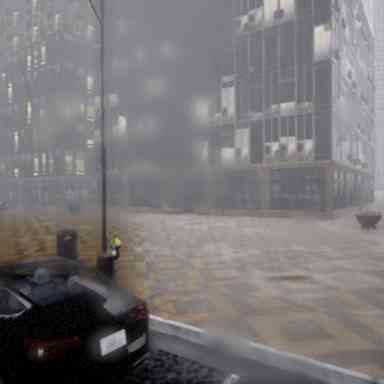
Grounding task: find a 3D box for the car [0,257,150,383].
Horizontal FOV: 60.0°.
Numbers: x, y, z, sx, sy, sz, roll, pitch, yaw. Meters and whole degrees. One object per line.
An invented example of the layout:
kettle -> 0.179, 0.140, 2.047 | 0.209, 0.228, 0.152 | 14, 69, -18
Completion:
car -> -2.505, 1.608, 4.656 | 4.313, 1.339, 1.947 | -1, 0, 35
